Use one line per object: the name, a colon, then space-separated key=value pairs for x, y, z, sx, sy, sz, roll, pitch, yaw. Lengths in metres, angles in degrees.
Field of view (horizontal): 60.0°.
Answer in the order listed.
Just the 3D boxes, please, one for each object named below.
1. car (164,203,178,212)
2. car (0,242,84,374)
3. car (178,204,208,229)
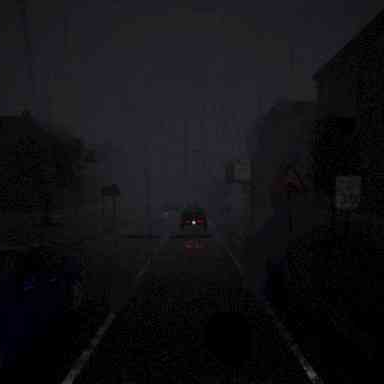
car: x=-3.009 y=2.251 z=48.843 sx=1.994 sy=1.385 sz=4.181 roll=0 pitch=-1 yaw=0
car: x=-3.090 y=1.578 z=5.078 sx=1.812 sy=1.442 sz=4.674 roll=0 pitch=-1 yaw=0
car: x=0.129 y=1.856 z=24.900 sx=1.837 sy=1.490 sz=4.892 roll=0 pitch=-1 yaw=0
